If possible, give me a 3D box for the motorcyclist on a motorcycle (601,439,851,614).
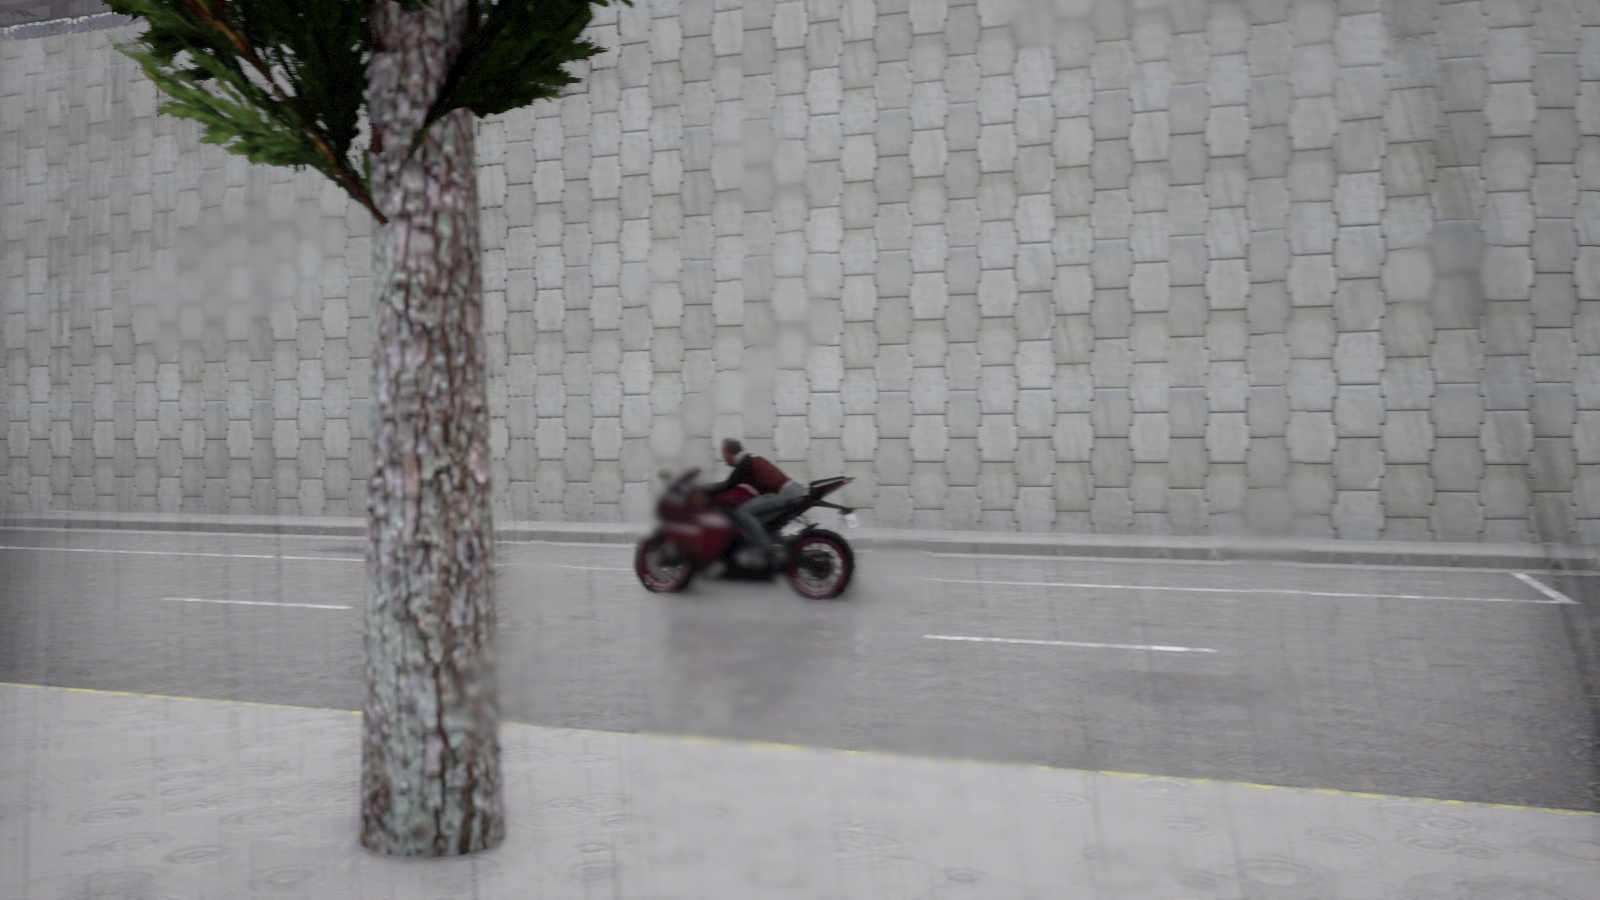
[{"bbox_3d":[-0.697,0.669,11.868,2.191,1.530,0.866,1,1,19],"label":"motorcyclist on a motorcycle"}]
